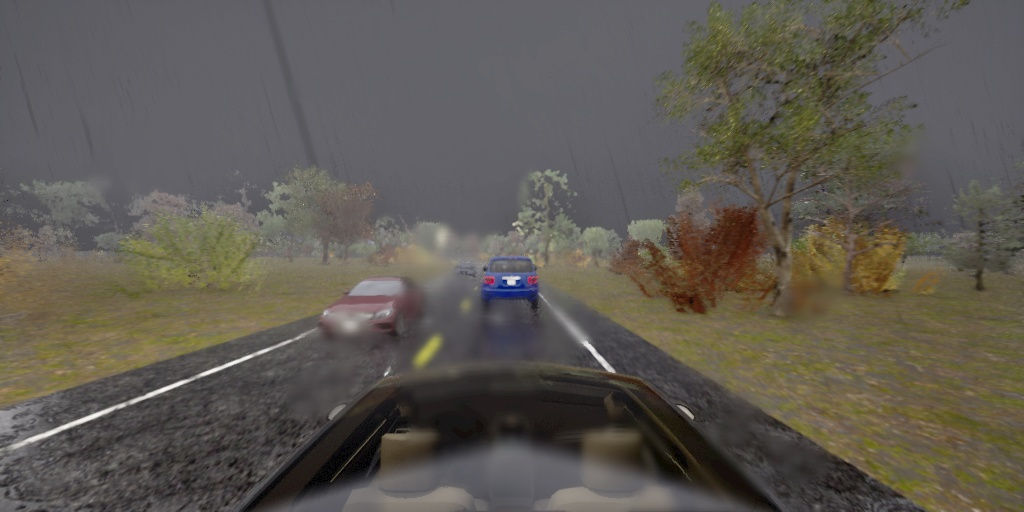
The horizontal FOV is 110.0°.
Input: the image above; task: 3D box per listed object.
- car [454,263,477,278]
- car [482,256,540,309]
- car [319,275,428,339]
[{"bbox_3d":[-4.429,1.411,34.903,1.994,1.385,4.181,0,0,-3],"label":"car"},{"bbox_3d":[-0.077,1.020,15.292,2.150,2.045,5.566,0,0,-1],"label":"car"},{"bbox_3d":[-3.676,1.313,10.407,1.812,1.442,4.674,0,0,-1],"label":"car"}]
